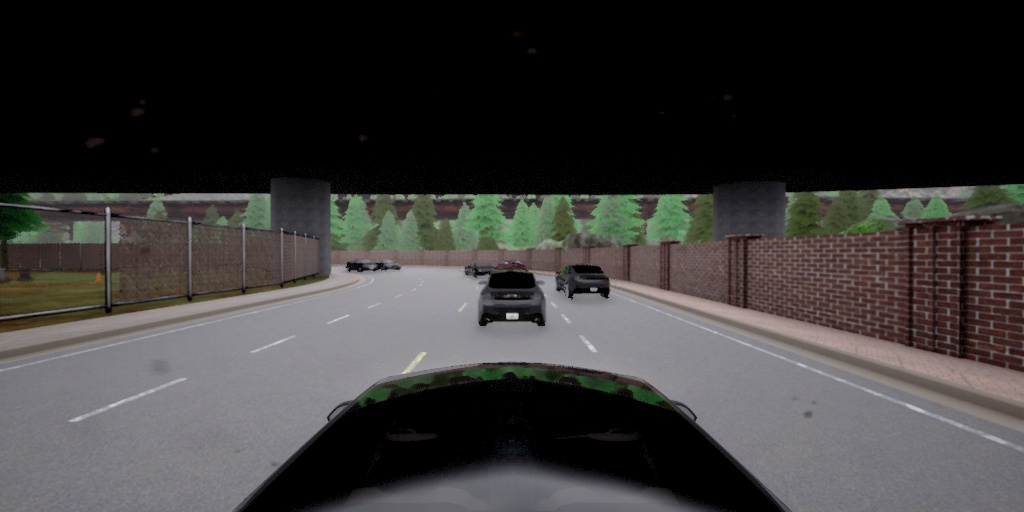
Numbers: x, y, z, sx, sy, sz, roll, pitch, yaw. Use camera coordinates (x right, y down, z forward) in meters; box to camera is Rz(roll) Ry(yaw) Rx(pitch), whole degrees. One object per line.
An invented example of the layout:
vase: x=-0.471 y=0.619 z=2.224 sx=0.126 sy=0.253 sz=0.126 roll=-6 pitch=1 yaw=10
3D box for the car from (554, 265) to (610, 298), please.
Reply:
car: x=3.324 y=1.162 z=17.644 sx=1.837 sy=1.490 sz=4.892 roll=0 pitch=0 yaw=-3

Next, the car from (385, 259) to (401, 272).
car: x=-14.779 y=1.086 z=41.980 sx=4.181 sy=1.385 sz=1.994 roll=0 pitch=0 yaw=40

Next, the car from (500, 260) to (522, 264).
car: x=-0.180 y=1.093 z=33.609 sx=1.812 sy=1.442 sz=4.674 roll=0 pitch=0 yaw=-22

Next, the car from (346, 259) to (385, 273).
car: x=-16.135 y=1.033 z=38.539 sx=4.902 sy=1.511 sz=2.128 roll=0 pitch=0 yaw=43

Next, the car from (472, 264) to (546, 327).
car: x=-0.010 y=1.202 z=11.282 sx=1.837 sy=1.490 sz=4.892 roll=0 pitch=1 yaw=0

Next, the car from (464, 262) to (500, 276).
car: x=-2.857 y=1.182 z=31.194 sx=1.895 sy=1.301 sz=4.718 roll=0 pitch=0 yaw=-20
